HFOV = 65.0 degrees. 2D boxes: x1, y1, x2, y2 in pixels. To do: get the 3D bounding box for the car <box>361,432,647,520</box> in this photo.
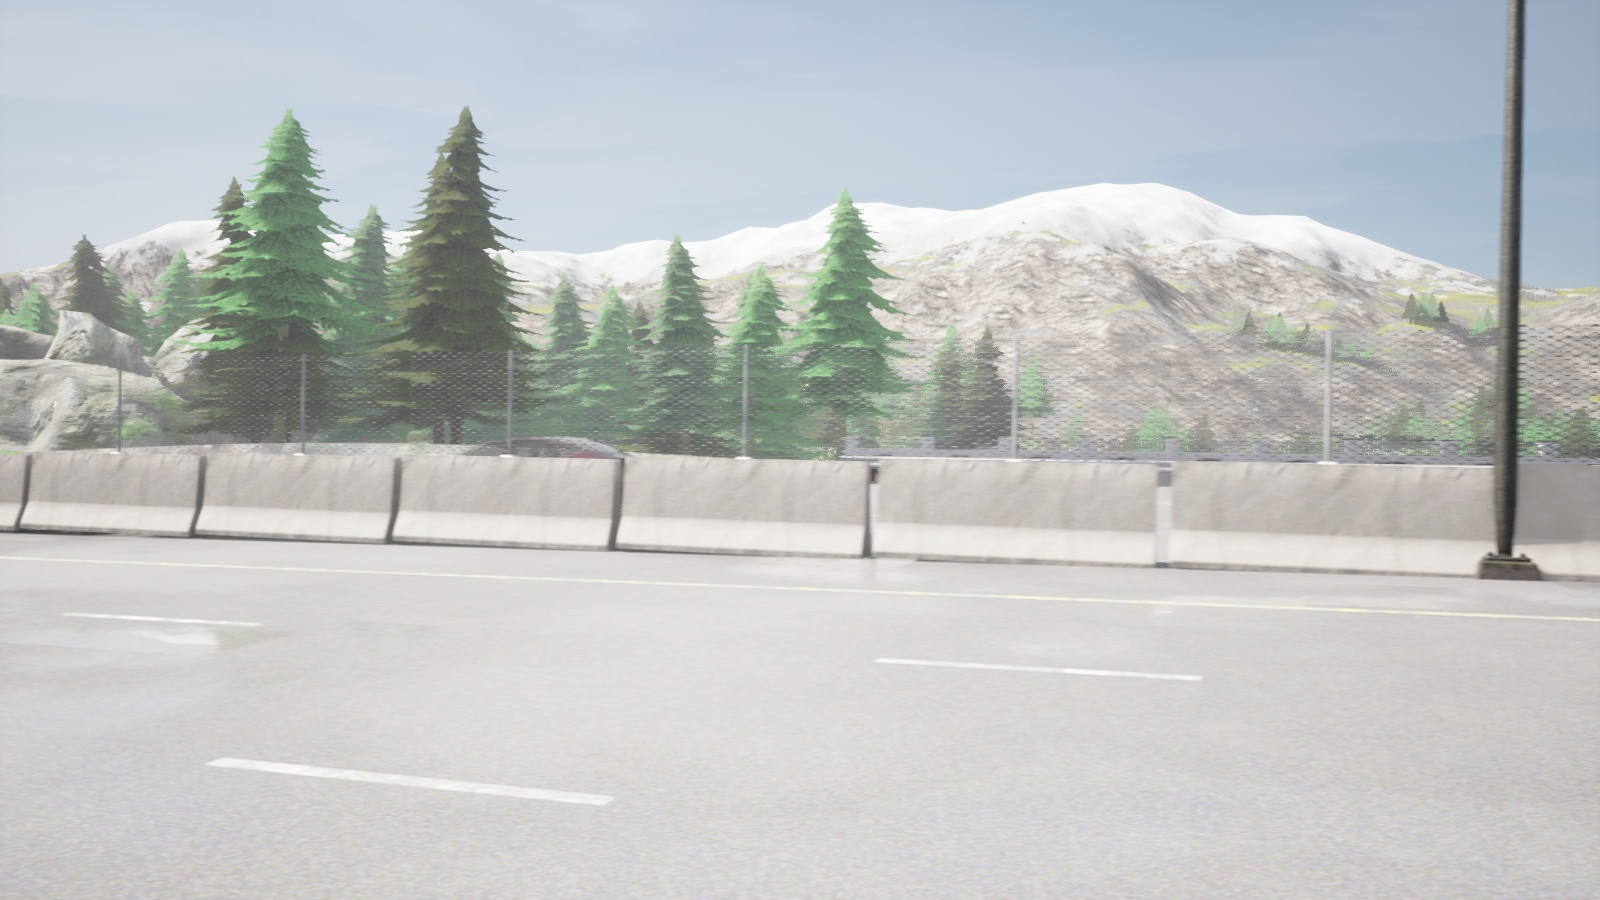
[{"bbox_3d":[-5.511,0.427,23.510,4.792,1.488,2.163,1,1,19],"label":"car"}]
